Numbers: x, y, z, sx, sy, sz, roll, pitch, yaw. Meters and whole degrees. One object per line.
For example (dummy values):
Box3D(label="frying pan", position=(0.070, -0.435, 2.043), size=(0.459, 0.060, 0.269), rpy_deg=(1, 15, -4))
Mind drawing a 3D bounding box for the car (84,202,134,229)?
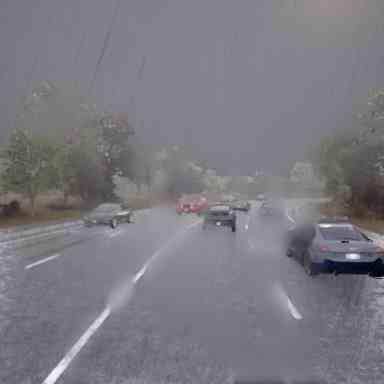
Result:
Box3D(label="car", position=(-5.294, 1.475, 21.734), size=(1.837, 1.490, 4.892), rpy_deg=(0, 0, 9))

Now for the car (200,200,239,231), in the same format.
Box3D(label="car", position=(1.839, 1.502, 20.794), size=(1.837, 1.490, 4.892), rpy_deg=(0, 0, 8))

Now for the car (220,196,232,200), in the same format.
Box3D(label="car", position=(6.596, 1.489, 61.963), size=(1.837, 1.490, 4.892), rpy_deg=(0, 0, 25))

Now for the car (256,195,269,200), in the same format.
Box3D(label="car", position=(15.114, 1.367, 71.201), size=(1.882, 1.535, 5.008), rpy_deg=(0, 0, 28))

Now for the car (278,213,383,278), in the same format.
Box3D(label="car", position=(4.146, 1.573, 10.257), size=(1.994, 1.385, 4.181), rpy_deg=(0, 0, 4))

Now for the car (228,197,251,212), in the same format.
Box3D(label="car", position=(5.711, 1.568, 38.610), size=(1.994, 1.385, 4.181), rpy_deg=(0, 0, 16))

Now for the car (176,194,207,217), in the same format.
Box3D(label="car", position=(0.111, 1.206, 31.709), size=(2.150, 2.045, 5.566), rpy_deg=(0, 0, 13))

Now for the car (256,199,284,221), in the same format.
Box3D(label="car", position=(6.504, 1.560, 27.294), size=(2.033, 1.411, 5.357), rpy_deg=(0, 0, 12))
